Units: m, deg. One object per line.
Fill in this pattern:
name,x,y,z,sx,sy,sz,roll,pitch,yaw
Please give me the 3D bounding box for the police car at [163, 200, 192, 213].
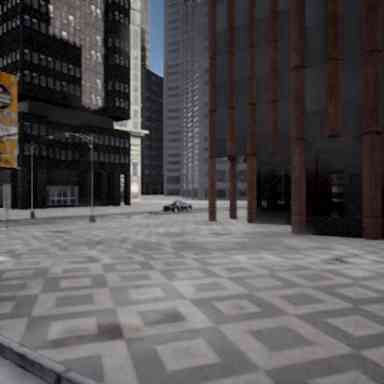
police car,-2.046,2.003,46.783,1.930,1.638,5.238,0,0,36
